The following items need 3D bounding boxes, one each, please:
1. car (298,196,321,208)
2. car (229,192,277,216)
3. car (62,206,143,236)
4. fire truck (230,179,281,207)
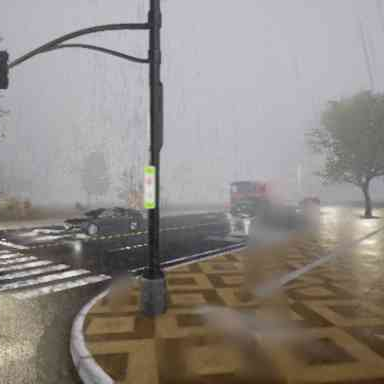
[{"bbox_3d":[16.545,1.326,46.624,1.882,1.535,5.008,0,0,38],"label":"car"},{"bbox_3d":[6.127,1.293,33.523,2.150,2.045,5.566,0,0,38],"label":"car"},{"bbox_3d":[-5.053,1.606,19.306,1.837,1.490,4.892,0,1,38],"label":"car"},{"bbox_3d":[7.961,0.377,40.968,2.891,3.827,8.468,0,0,38],"label":"fire truck"}]
